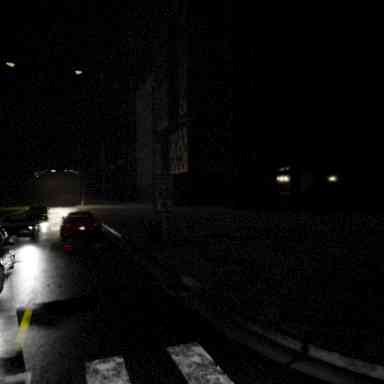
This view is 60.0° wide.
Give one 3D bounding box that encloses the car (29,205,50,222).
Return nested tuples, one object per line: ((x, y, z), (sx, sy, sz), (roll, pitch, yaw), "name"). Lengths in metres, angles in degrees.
((-14.389, 1.979, 31.083), (1.837, 1.490, 4.892), (0, -1, -21), "car")

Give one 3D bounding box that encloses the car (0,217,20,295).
((-5.786, 1.638, 8.652), (1.837, 1.490, 4.892), (0, -1, -23), "car")

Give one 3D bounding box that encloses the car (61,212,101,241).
((-6.195, 1.810, 18.400), (1.994, 1.385, 4.181), (0, -1, -21), "car")

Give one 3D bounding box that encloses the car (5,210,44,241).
((-9.425, 1.878, 18.196), (1.895, 1.301, 4.718), (0, -1, -21), "car")
